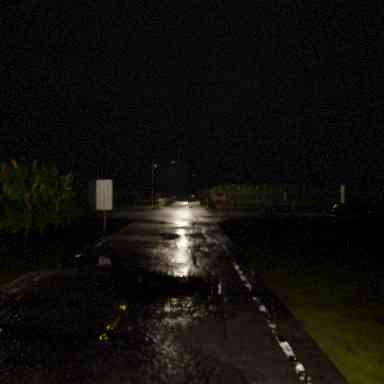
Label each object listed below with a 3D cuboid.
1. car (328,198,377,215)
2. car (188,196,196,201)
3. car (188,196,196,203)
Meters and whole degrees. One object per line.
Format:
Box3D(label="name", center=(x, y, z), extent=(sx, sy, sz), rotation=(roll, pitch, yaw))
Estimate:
Box3D(label="car", center=(16.881, 1.466, 35.165), extent=(4.553, 1.767, 2.097), rotation=(0, 1, 7))
Box3D(label="car", center=(-0.010, 1.788, 93.230), extent=(1.994, 1.385, 4.181), rotation=(0, 0, 0))
Box3D(label="car", center=(-0.009, 1.957, 83.255), extent=(1.895, 1.301, 4.718), rotation=(0, 0, 0))
